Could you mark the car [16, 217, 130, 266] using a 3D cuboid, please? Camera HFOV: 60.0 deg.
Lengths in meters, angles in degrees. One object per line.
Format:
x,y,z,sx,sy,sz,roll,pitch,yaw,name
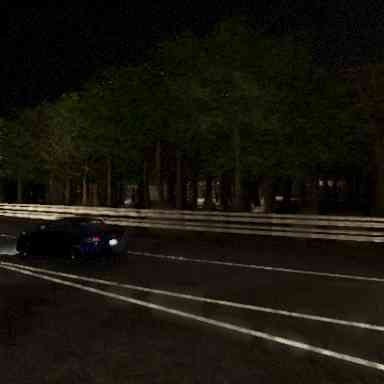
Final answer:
-4.214,1.574,11.655,4.181,1.385,1.994,0,0,31,car
